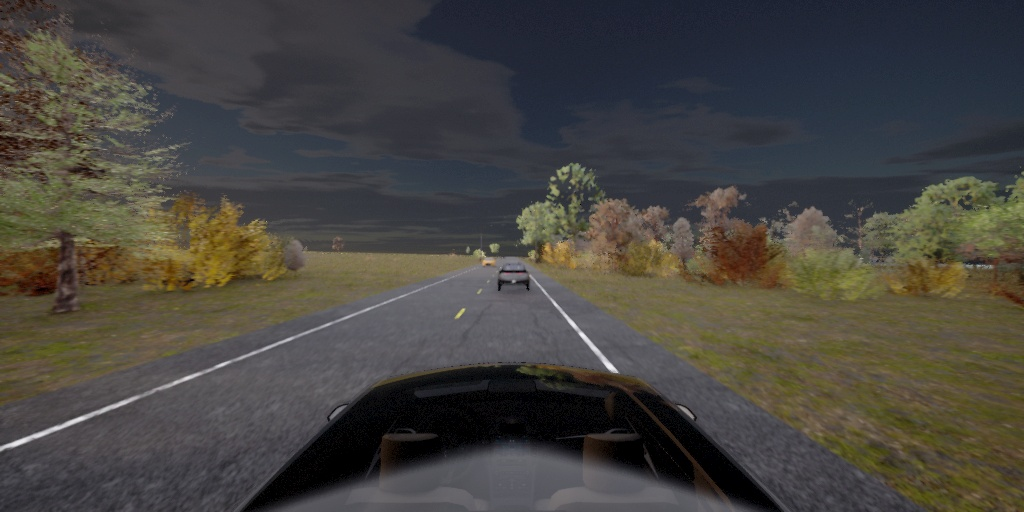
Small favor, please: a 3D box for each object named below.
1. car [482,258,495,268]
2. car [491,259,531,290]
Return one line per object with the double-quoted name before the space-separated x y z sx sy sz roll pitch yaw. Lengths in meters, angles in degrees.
"car" -3.542 0.985 56.266 1.882 1.535 5.008 0 0 1
"car" 0.098 1.151 21.531 2.128 1.511 4.902 0 0 0
